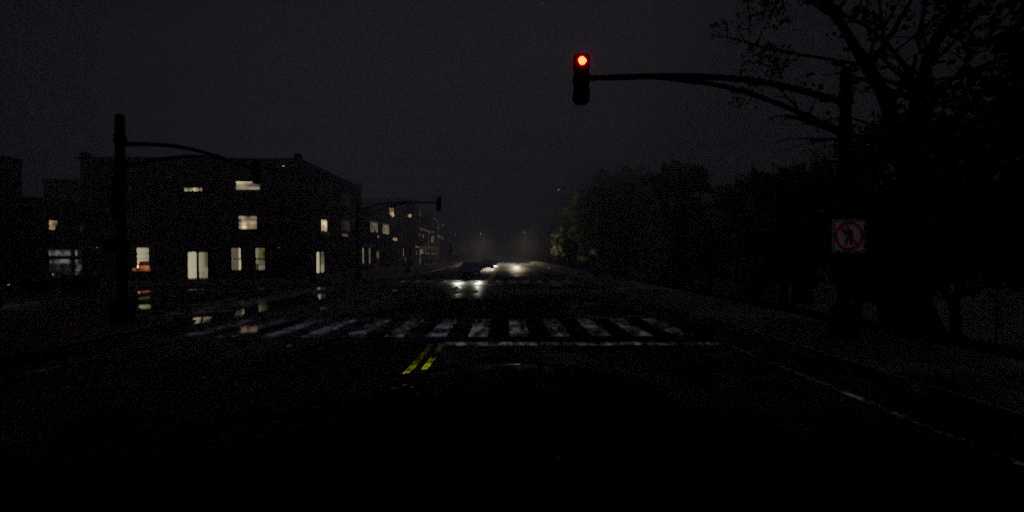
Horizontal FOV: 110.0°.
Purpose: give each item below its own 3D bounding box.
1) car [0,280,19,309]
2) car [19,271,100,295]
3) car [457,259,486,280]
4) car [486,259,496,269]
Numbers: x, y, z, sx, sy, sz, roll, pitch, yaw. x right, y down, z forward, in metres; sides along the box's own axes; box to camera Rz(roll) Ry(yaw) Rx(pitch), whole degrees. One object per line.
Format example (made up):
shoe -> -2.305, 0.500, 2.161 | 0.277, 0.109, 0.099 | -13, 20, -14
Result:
car -> -22.716, 1.662, 13.866 | 4.313, 1.339, 1.948 | 0, 0, -2
car -> -28.493, 1.630, 22.341 | 4.403, 1.370, 2.007 | 0, 0, -2
car -> -3.494, 1.211, 30.343 | 1.882, 1.535, 5.008 | 0, 1, -1
car -> -3.758, 1.162, 53.939 | 1.882, 1.535, 5.008 | 0, 1, -1
